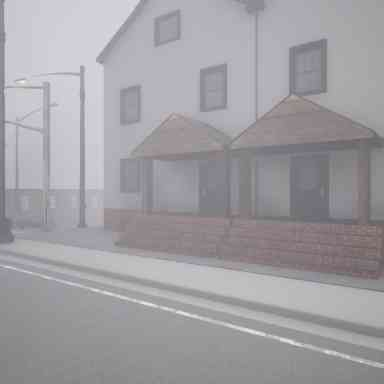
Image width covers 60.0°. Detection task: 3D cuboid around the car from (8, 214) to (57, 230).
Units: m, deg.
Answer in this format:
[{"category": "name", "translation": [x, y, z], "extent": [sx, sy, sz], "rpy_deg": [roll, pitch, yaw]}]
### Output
[{"category": "car", "translation": [-14.101, 2.655, 29.350], "extent": [1.994, 1.385, 4.181], "rpy_deg": [0, -9, 36]}]
